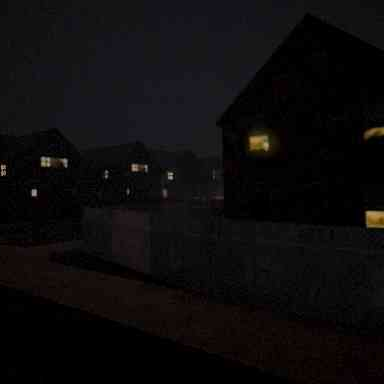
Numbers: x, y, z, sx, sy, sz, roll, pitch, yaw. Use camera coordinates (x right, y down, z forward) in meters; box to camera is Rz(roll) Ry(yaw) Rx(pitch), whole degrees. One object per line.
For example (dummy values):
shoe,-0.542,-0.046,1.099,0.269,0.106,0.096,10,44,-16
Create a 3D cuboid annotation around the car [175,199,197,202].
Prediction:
car,-0.640,1.387,30.546,1.837,1.490,4.892,-2,-1,36
